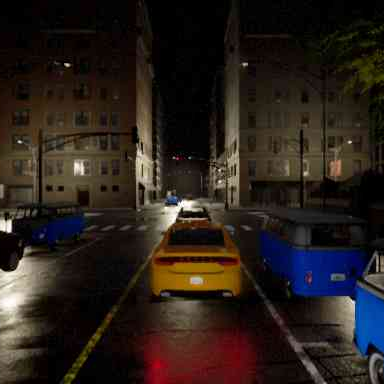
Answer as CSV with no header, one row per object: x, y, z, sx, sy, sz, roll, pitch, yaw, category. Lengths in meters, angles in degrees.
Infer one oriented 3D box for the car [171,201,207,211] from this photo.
0.073,1.477,17.995,2.128,1.511,4.902,0,0,0,car

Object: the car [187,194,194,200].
-0.317,1.275,88.806,1.837,1.490,4.892,0,0,-1,car

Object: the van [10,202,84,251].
-5.798,1.331,13.676,1.690,1.788,3.998,0,0,0,van

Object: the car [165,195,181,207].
-3.068,1.436,50.996,1.882,1.535,5.008,0,0,0,car

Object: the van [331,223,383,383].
2.679,1.340,2.331,1.690,1.788,3.998,0,0,0,van

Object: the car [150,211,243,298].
0.113,1.472,8.576,1.882,1.535,5.008,0,0,1,car

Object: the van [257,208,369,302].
2.704,1.336,7.989,1.690,1.788,3.998,0,0,0,van

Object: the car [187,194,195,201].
-0.229,1.531,78.833,1.895,1.301,4.718,0,0,-1,car

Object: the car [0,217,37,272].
-5.823,1.540,8.015,1.887,1.381,4.507,0,0,0,car
